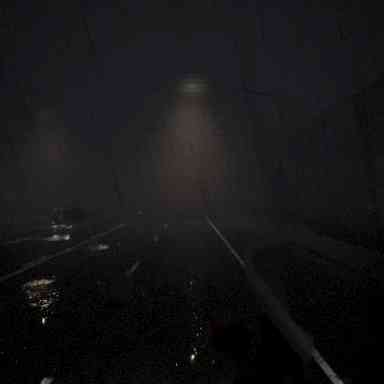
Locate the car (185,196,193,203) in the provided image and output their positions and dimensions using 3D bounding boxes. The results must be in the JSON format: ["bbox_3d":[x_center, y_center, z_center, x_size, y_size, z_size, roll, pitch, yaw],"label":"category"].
[{"bbox_3d":[-0.713,1.930,82.921,1.882,1.535,5.008,0,1,-1],"label":"car"}]

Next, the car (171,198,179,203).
[{"bbox_3d":[-4.203,2.040,81.832,1.994,1.385,4.181,0,1,-1],"label":"car"}]

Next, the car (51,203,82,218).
[{"bbox_3d":[-14.414,2.077,38.372,1.812,1.442,4.674,0,-1,0],"label":"car"}]

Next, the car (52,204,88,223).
[{"bbox_3d":[-10.844,1.919,29.948,2.128,1.511,4.902,0,-1,0],"label":"car"}]

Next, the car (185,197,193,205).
[{"bbox_3d":[-0.624,2.080,72.960,1.812,1.442,4.674,0,1,-1],"label":"car"}]
